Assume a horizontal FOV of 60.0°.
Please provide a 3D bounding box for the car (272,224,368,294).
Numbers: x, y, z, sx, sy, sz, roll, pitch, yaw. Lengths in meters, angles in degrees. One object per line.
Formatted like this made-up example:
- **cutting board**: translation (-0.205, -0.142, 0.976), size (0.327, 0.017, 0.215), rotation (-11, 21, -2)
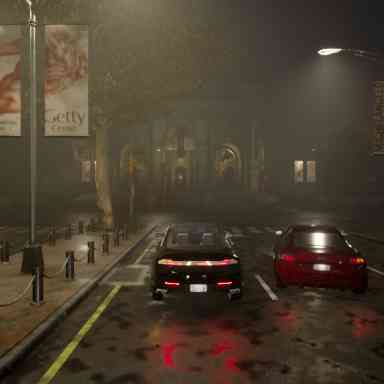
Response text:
- **car**: translation (3.248, 1.564, 8.981), size (1.994, 1.385, 4.181), rotation (0, 0, 14)

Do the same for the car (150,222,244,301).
- **car**: translation (0.077, 1.492, 8.327), size (2.128, 1.511, 4.902), rotation (0, 0, -1)
